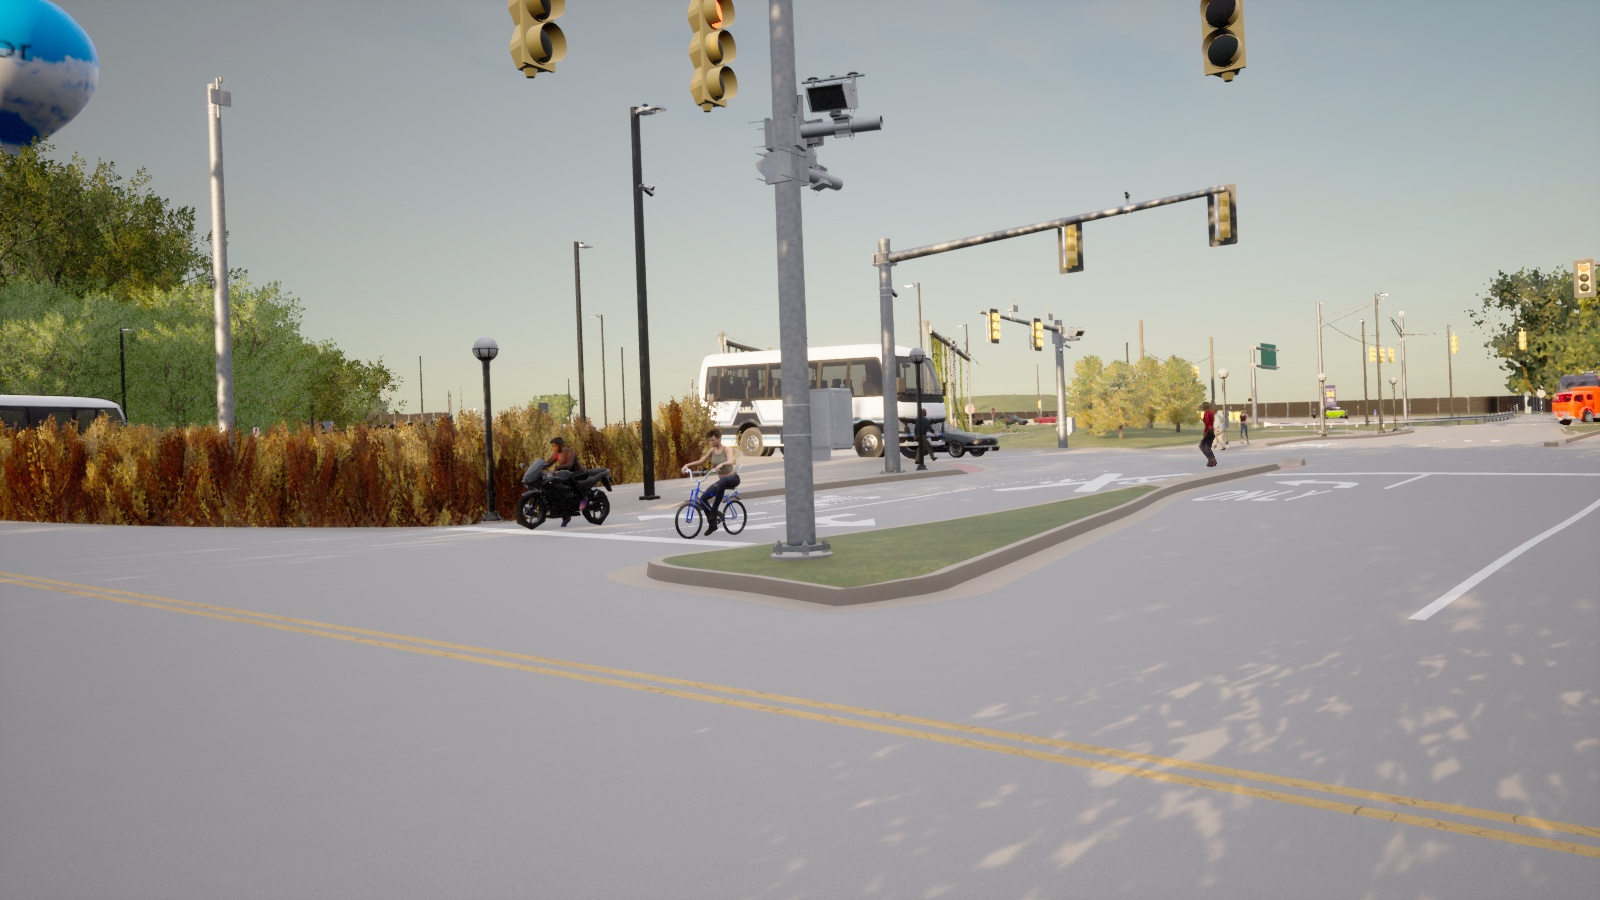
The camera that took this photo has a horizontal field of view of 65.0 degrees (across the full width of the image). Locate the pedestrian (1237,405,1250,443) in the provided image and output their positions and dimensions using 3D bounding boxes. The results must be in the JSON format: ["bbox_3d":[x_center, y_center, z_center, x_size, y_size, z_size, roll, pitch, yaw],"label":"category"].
[{"bbox_3d":[21.898,-1.288,62.025,0.345,1.836,0.594,-3,0,39],"label":"pedestrian"}]

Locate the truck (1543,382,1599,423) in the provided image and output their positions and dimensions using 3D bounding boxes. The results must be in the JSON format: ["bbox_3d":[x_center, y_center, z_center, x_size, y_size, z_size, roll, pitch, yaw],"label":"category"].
[{"bbox_3d":[51.414,-3.090,81.361,5.204,2.467,2.627,-2,0,-11],"label":"truck"}]

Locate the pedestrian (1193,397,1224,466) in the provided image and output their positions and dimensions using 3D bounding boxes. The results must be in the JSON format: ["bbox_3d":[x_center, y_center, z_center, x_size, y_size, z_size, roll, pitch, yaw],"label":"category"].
[{"bbox_3d":[11.071,-0.504,34.050,0.636,1.846,0.331,-3,0,44],"label":"pedestrian"}]

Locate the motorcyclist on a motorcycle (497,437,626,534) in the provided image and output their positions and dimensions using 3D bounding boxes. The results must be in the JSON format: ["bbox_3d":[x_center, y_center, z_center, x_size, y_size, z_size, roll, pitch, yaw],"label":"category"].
[{"bbox_3d":[-3.960,0.558,20.982,0.797,1.523,2.044,-1,0,39],"label":"motorcyclist on a motorcycle"}]

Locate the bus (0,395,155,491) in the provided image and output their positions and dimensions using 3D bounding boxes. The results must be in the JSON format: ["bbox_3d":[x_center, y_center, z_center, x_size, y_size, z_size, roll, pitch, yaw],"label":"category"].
[{"bbox_3d":[-36.526,-0.294,60.120,3.944,4.253,10.273,-2,0,16],"label":"bus"}]

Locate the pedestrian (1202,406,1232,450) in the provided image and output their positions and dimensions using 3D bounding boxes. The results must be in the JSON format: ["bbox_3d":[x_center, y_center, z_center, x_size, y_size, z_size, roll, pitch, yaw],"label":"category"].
[{"bbox_3d":[17.971,-0.956,54.142,0.900,1.855,0.874,-3,0,37],"label":"pedestrian"}]

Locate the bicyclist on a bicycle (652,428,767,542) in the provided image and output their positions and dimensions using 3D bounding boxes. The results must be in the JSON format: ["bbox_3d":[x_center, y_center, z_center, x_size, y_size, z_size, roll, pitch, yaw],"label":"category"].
[{"bbox_3d":[-1.330,0.497,18.664,0.866,1.612,1.509,-1,0,41],"label":"bicyclist on a bicycle"}]

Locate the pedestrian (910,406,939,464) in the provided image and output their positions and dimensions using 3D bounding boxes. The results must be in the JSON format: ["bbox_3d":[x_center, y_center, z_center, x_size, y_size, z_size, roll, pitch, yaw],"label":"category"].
[{"bbox_3d":[3.996,-0.487,40.309,0.726,1.842,0.402,-2,0,-26],"label":"pedestrian"}]

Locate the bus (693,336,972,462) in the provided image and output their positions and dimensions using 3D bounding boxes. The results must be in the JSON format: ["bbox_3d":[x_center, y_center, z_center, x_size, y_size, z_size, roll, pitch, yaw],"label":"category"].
[{"bbox_3d":[1.021,-1.756,47.453,10.273,4.253,3.944,0,1,41],"label":"bus"}]

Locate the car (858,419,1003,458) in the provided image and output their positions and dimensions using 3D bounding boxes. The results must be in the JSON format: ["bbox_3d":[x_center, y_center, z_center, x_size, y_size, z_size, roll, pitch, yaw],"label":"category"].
[{"bbox_3d":[5.062,-0.437,49.106,5.357,1.411,2.033,0,1,37],"label":"car"}]
